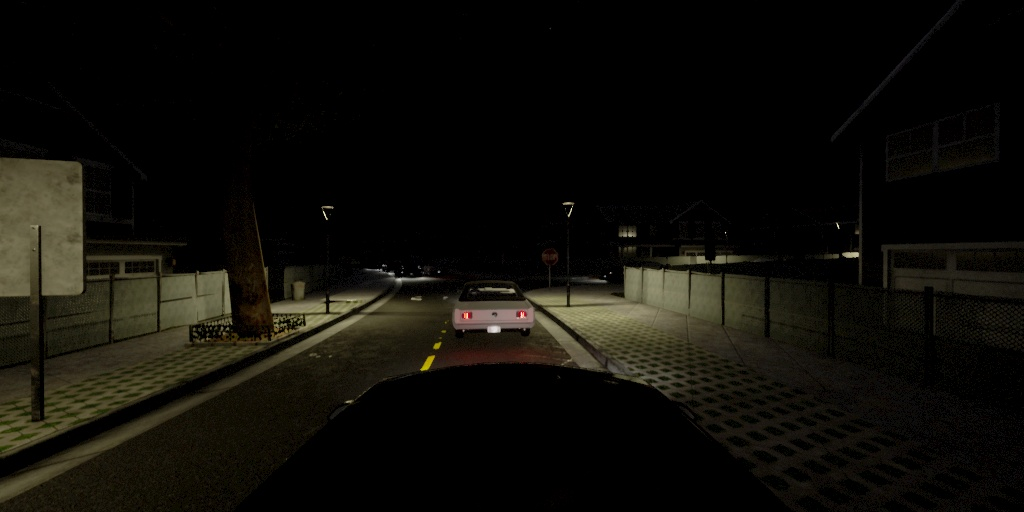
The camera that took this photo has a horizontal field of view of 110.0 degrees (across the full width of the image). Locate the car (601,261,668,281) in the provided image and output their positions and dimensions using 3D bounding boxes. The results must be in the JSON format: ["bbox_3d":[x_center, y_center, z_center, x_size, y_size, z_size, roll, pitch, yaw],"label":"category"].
[{"bbox_3d":[9.500,1.083,26.930,5.357,1.411,2.033,-1,0,-9],"label":"car"}]

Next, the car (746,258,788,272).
[{"bbox_3d":[20.264,0.889,28.653,4.902,1.511,2.128,-1,0,-10],"label":"car"}]

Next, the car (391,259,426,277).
[{"bbox_3d":[-10.159,1.071,34.980,2.097,1.767,4.553,0,0,-24],"label":"car"}]

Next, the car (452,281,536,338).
[{"bbox_3d":[-0.617,1.346,10.194,1.895,1.301,4.718,0,0,-6],"label":"car"}]

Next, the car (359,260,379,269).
[{"bbox_3d":[-21.925,1.325,54.921,1.895,1.301,4.718,0,0,-38],"label":"car"}]

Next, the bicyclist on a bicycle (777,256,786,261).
[{"bbox_3d":[16.596,0.797,22.060,0.582,1.620,1.656,-1,0,-9],"label":"bicyclist on a bicycle"}]

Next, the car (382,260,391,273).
[{"bbox_3d":[-14.778,1.220,44.271,1.837,1.490,4.892,0,0,-29],"label":"car"}]

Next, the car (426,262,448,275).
[{"bbox_3d":[-8.259,1.310,38.121,1.895,1.301,4.718,0,0,-24],"label":"car"}]
